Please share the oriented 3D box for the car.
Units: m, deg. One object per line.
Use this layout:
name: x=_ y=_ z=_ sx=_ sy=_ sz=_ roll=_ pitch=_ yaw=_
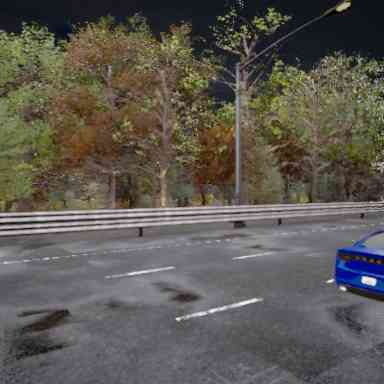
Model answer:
car: x=5.291 y=1.485 z=7.485 sx=5.008 sy=1.535 sz=1.882 roll=0 pitch=0 yaw=-34
